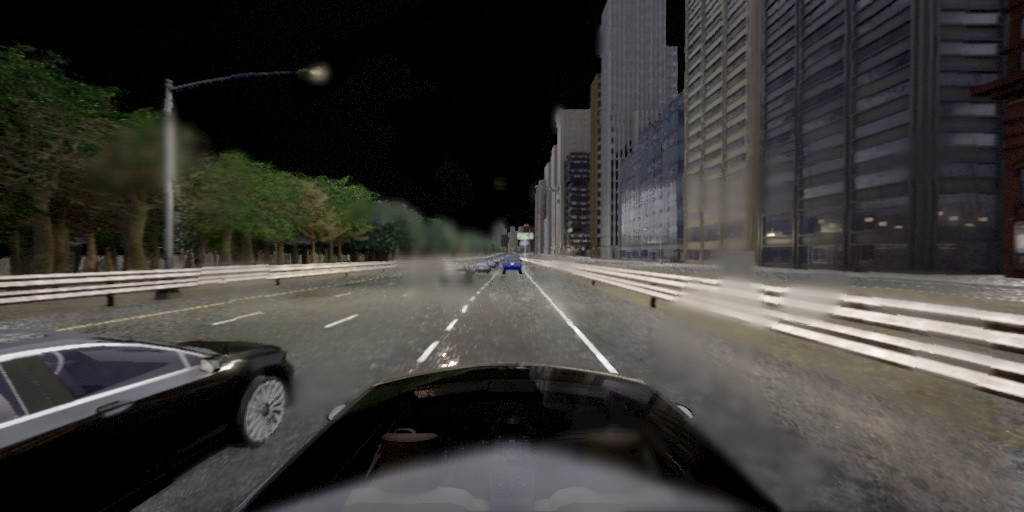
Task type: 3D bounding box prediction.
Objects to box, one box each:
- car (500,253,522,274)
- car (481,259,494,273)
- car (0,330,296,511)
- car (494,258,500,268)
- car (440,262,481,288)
[{"bbox_3d":[0.027,1.021,43.034,2.150,2.045,5.566,0,0,0],"label":"car"},{"bbox_3d":[-3.586,1.367,44.004,1.994,1.385,4.181,0,0,0],"label":"car"},{"bbox_3d":[-3.499,1.243,2.333,2.128,1.511,4.902,0,0,0],"label":"car"},{"bbox_3d":[-3.678,1.409,62.509,1.994,1.385,4.181,0,0,0],"label":"car"},{"bbox_3d":[-3.522,1.263,24.021,2.128,1.511,4.902,0,0,0],"label":"car"}]
